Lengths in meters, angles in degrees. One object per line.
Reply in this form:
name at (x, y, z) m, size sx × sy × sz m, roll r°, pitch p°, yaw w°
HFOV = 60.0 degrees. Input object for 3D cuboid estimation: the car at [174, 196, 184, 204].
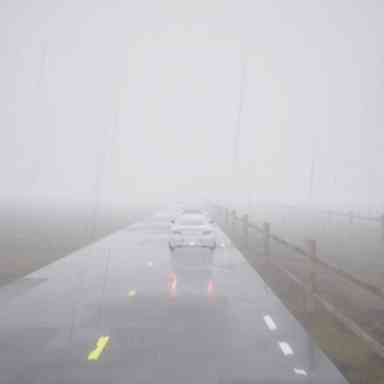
car at (-2.710, 1.700, 71.012) m, size 2.097 × 1.767 × 4.553 m, roll 0°, pitch 0°, yaw 0°

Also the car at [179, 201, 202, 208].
car at (0.021, 1.786, 29.386) m, size 1.812 × 1.442 × 4.674 m, roll 0°, pitch 0°, yaw 0°

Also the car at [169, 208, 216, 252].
car at (0.013, 1.654, 14.380) m, size 1.812 × 1.442 × 4.674 m, roll 0°, pitch 0°, yaw 0°
